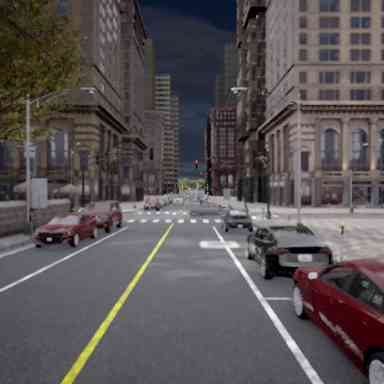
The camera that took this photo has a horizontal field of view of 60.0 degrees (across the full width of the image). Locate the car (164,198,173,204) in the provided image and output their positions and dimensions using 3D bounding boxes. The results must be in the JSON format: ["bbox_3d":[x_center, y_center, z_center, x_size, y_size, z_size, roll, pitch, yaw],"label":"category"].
[{"bbox_3d":[-5.736,2.183,81.302,1.947,1.339,4.313,-1,0,0],"label":"car"}]

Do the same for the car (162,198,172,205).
[{"bbox_3d":[-5.739,2.151,75.760,1.947,1.339,4.313,-1,0,0],"label":"car"}]

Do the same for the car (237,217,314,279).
[{"bbox_3d":[2.756,1.658,10.175,1.947,1.339,4.313,-1,0,0],"label":"car"}]

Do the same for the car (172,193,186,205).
[{"bbox_3d":[-2.969,1.787,72.063,2.150,2.045,5.566,0,0,0],"label":"car"}]

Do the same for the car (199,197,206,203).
[{"bbox_3d":[2.792,2.171,87.014,1.752,1.417,4.829,-1,0,0],"label":"car"}]

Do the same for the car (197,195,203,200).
[{"bbox_3d":[2.788,2.056,81.305,1.967,1.590,4.097,-1,0,0],"label":"car"}]

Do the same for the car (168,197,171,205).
[{"bbox_3d":[-5.744,2.081,64.678,1.947,1.339,4.313,-1,0,0],"label":"car"}]

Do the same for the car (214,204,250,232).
[{"bbox_3d":[2.760,1.737,21.224,2.008,1.369,4.403,-1,0,0],"label":"car"}]

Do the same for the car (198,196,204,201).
[{"bbox_3d":[2.784,2.116,70.222,1.947,1.339,4.313,-1,0,0],"label":"car"}]

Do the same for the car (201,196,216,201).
[{"bbox_3d":[2.772,1.839,48.063,1.967,1.590,4.097,-1,0,0],"label":"car"}]

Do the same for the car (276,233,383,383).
[{"bbox_3d":[2.752,1.588,4.651,1.887,1.381,4.507,-1,-1,0],"label":"car"}]

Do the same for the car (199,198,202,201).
[{"bbox_3d":[2.779,2.043,59.142,1.947,1.339,4.313,-1,0,0],"label":"car"}]

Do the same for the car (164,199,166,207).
[{"bbox_3d":[-5.750,1.963,53.428,1.752,1.417,4.829,-1,0,0],"label":"car"}]

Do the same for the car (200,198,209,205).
[{"bbox_3d":[2.787,2.166,75.763,1.802,1.307,4.206,-1,0,0],"label":"car"}]

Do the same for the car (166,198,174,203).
[{"bbox_3d":[-5.733,2.227,86.843,1.802,1.307,4.206,-1,0,0],"label":"car"}]

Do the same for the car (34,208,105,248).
[{"bbox_3d":[-5.767,1.685,15.692,1.887,1.381,4.507,-1,0,0],"label":"car"}]

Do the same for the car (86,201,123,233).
[{"bbox_3d":[-5.768,1.502,21.219,2.192,1.841,5.009,-1,0,0],"label":"car"}]

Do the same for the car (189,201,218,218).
[{"bbox_3d":[1.781,1.840,33.207,4.181,1.385,1.994,0,-1,0],"label":"car"}]

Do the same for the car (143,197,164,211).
[{"bbox_3d":[-5.755,1.715,48.058,2.192,1.841,5.009,-1,0,0],"label":"car"}]

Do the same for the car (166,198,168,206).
[{"bbox_3d":[-5.747,2.002,58.968,1.752,1.417,4.829,-1,0,0],"label":"car"}]

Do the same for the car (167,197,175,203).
[{"bbox_3d":[-5.732,2.111,92.385,1.967,1.590,4.097,-1,0,0],"label":"car"}]
